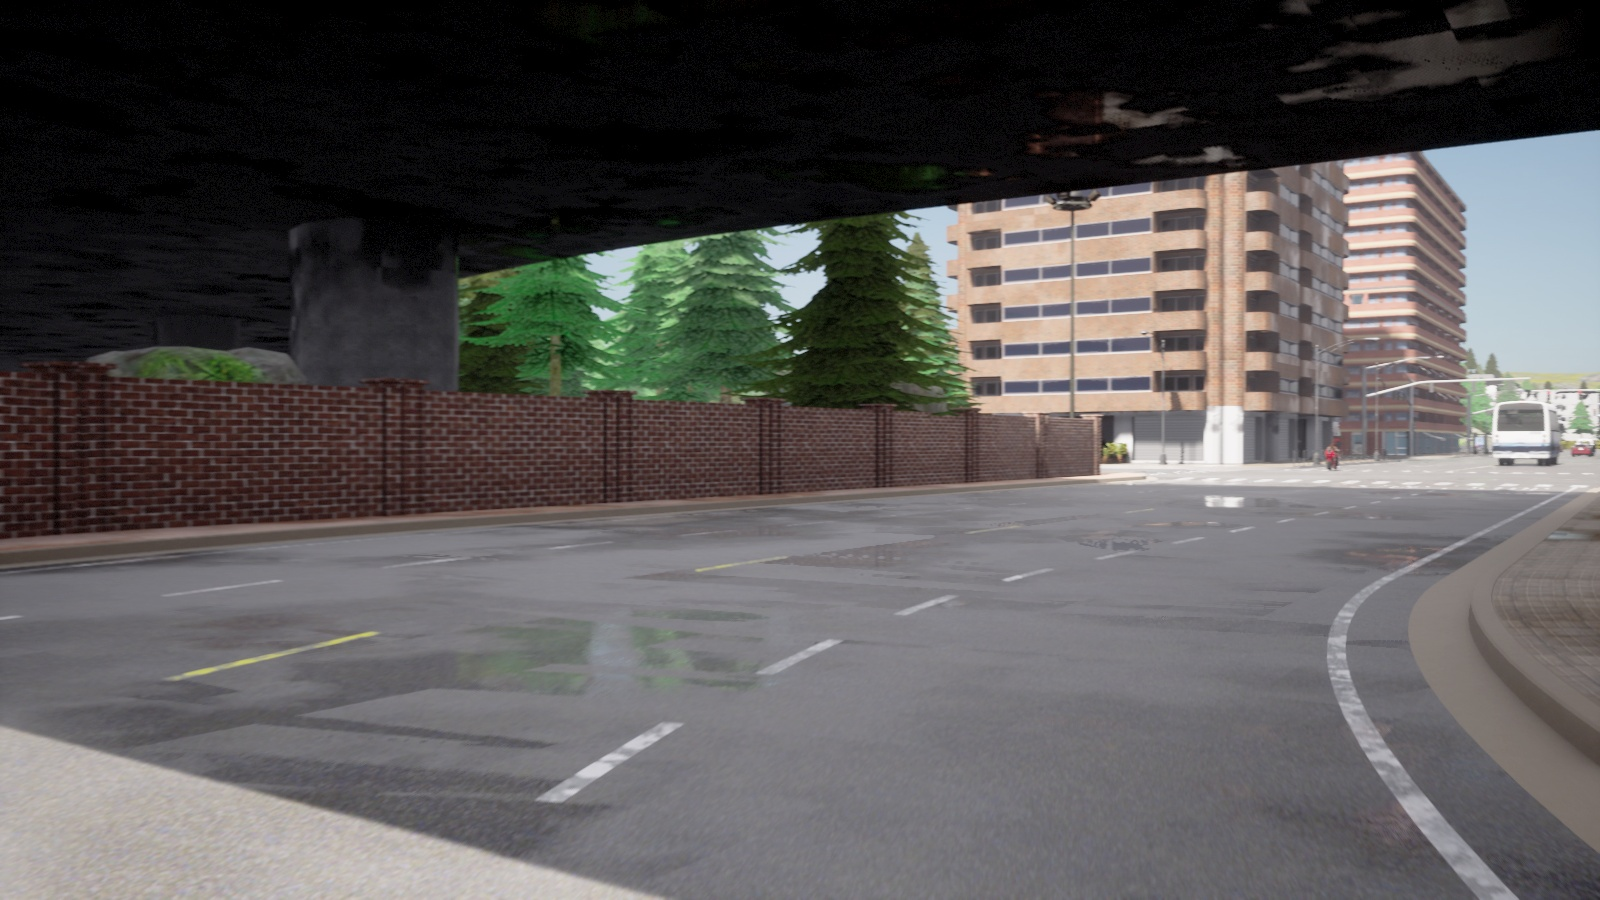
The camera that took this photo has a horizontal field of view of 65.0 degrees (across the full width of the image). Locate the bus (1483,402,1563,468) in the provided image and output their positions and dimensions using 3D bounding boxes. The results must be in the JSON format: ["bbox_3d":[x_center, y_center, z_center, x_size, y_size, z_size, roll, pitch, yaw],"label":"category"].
[{"bbox_3d":[49.496,-1.005,85.813,3.944,4.253,10.273,0,0,34],"label":"bus"}]

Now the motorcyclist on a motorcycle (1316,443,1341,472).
[{"bbox_3d":[28.372,0.410,67.405,0.797,1.523,2.044,0,0,34],"label":"motorcyclist on a motorcycle"}]
